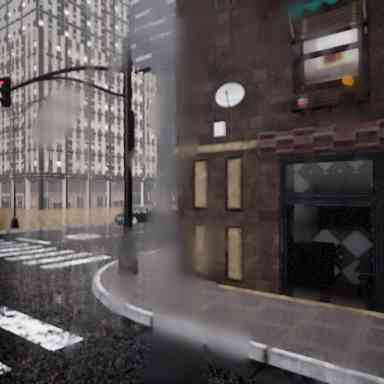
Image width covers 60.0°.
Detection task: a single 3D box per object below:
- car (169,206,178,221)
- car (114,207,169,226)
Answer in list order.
[{"bbox_3d":[-0.990,1.934,30.884,2.008,1.369,4.403,-1,-2,35],"label":"car"},{"bbox_3d":[-4.178,1.853,26.317,2.008,1.369,4.403,-1,-2,35],"label":"car"}]
